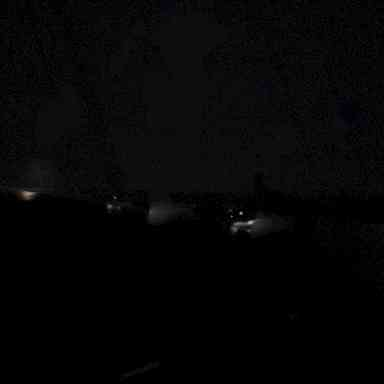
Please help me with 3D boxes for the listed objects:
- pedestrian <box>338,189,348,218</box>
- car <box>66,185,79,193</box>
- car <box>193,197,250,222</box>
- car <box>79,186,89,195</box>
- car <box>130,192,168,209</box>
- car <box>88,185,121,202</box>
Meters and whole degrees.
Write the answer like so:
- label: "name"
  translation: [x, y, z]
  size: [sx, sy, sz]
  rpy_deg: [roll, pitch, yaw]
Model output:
- label: "pedestrian"
  translation: [9.615, 0.697, 21.206]
  size: [0.375, 1.860, 0.375]
  rpy_deg: [-1, 1, -35]
- label: "car"
  translation: [-21.241, -0.561, 59.664]
  size: [1.837, 1.490, 4.892]
  rpy_deg: [-4, 4, -35]
- label: "car"
  translation: [1.861, 1.044, 21.878]
  size: [1.994, 1.385, 4.181]
  rpy_deg: [-4, 4, -34]
- label: "car"
  translation: [-15.376, -0.263, 51.363]
  size: [1.837, 1.490, 4.892]
  rpy_deg: [-4, 4, -35]
- label: "car"
  translation: [-3.938, 0.710, 30.070]
  size: [1.994, 1.385, 4.181]
  rpy_deg: [-4, 4, -35]
- label: "car"
  translation: [-9.833, 0.301, 38.428]
  size: [2.128, 1.511, 4.902]
  rpy_deg: [-4, 4, -35]
